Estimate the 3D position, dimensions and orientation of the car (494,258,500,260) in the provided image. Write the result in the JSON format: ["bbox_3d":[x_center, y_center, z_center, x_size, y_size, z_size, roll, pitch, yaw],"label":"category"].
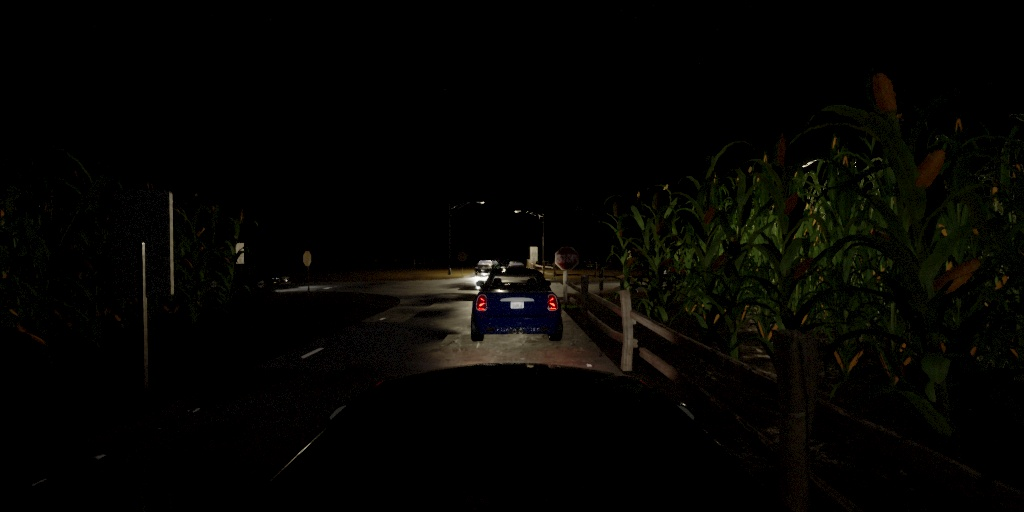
[{"bbox_3d":[-2.810,1.211,38.158,2.128,1.511,4.902,0,0,2],"label":"car"}]

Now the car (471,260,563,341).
[{"bbox_3d":[0.059,1.098,9.993,2.097,1.767,4.553,0,0,-2],"label":"car"}]

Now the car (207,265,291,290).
[{"bbox_3d":[-16.557,1.289,22.488,4.892,1.490,1.837,0,1,0],"label":"car"}]

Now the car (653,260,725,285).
[{"bbox_3d":[12.361,1.062,25.326,4.553,1.767,2.097,0,1,-2],"label":"car"}]

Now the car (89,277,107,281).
[{"bbox_3d":[-26.909,1.375,22.522,4.181,1.385,1.994,0,1,0],"label":"car"}]

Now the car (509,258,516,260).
[{"bbox_3d":[0.382,1.268,37.408,2.033,1.411,5.357,0,0,-3],"label":"car"}]
